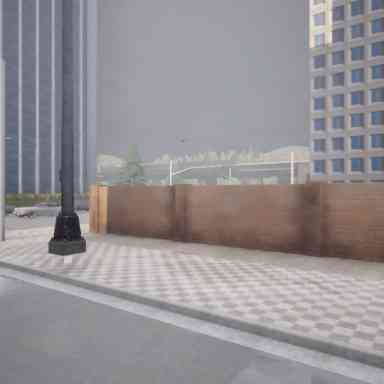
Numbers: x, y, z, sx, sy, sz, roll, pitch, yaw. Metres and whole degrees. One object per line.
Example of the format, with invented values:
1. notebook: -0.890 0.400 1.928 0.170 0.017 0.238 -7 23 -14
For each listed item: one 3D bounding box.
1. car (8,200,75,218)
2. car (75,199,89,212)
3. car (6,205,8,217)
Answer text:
1. car: -13.438 1.601 29.961 1.895 1.301 4.718 0 0 35
2. car: -12.432 1.547 37.497 2.033 1.411 5.357 0 0 35
3. car: -18.241 1.547 29.267 2.033 1.411 5.357 0 0 32
